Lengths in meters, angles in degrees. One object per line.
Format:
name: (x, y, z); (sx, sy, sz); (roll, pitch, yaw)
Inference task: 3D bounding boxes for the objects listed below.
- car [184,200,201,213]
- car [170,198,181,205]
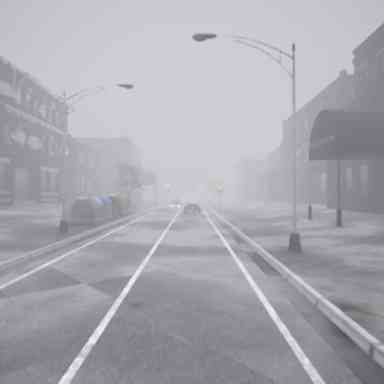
car: (0.055, 1.636, 39.270); (1.812, 1.442, 4.674); (0, 0, 0)
car: (-3.073, 1.756, 62.930); (1.994, 1.385, 4.181); (0, 0, 0)
